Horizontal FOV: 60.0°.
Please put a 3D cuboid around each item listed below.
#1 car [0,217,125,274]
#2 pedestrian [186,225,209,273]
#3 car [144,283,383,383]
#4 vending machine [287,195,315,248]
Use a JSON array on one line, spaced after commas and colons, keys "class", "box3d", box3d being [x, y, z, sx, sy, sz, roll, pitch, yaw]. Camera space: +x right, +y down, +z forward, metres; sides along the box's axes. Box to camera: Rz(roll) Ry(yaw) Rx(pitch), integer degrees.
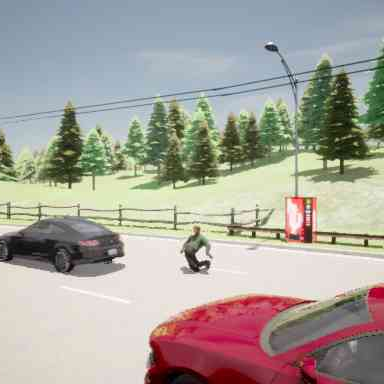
[{"class": "car", "box3d": [-4.211, 1.526, 10.526, 4.674, 1.442, 1.812, 0, 0, 30]}, {"class": "pedestrian", "box3d": [0.154, 1.294, 9.352, 0.375, 1.860, 0.375, 0, 0, 32]}, {"class": "car", "box3d": [1.842, 1.478, 2.507, 5.008, 1.535, 1.882, 0, 0, 35]}, {"class": "vending machine", "box3d": [4.615, 1.195, 14.064, 0.880, 2.100, 1.100, 0, 0, 33]}]
